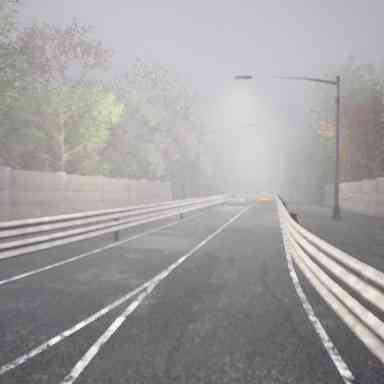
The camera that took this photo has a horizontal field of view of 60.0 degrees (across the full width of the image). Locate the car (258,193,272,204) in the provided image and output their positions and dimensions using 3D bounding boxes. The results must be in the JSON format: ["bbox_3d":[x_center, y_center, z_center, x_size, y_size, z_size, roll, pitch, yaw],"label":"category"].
[{"bbox_3d":[11.150,0.950,50.753,1.882,1.535,5.008,1,0,14],"label":"car"}]

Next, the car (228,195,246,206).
[{"bbox_3d":[5.831,1.090,42.958,1.895,1.301,4.718,1,1,14],"label":"car"}]

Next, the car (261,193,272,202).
[{"bbox_3d":[13.580,0.929,60.776,1.882,1.535,5.008,1,0,14],"label":"car"}]
